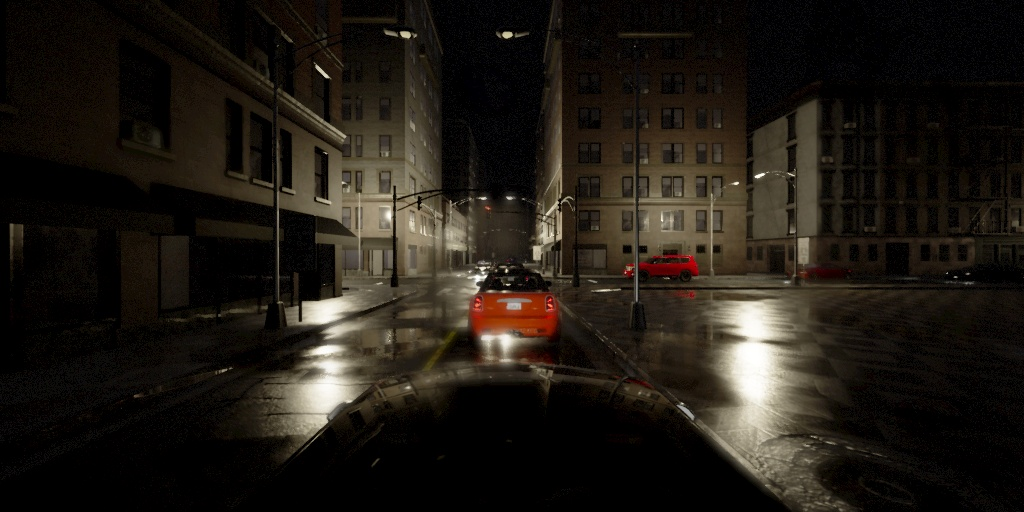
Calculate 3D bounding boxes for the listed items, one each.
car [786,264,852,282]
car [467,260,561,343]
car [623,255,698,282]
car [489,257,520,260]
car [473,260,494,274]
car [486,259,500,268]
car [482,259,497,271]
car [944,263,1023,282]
[{"bbox_3d":[24.438,1.319,28.648,4.181,1.385,1.994,0,0,-1],"label":"car"},{"bbox_3d":[0.055,1.102,9.864,2.097,1.767,4.553,0,0,0],"label":"car"},{"bbox_3d":[11.794,0.973,28.524,5.566,2.045,2.150,0,0,0],"label":"car"},{"bbox_3d":[-0.168,1.101,18.784,2.097,1.767,4.553,0,0,-3],"label":"car"},{"bbox_3d":[-3.190,1.238,41.181,2.128,1.511,4.902,0,0,0],"label":"car"},{"bbox_3d":[-3.223,1.293,61.700,2.033,1.411,5.357,0,0,0],"label":"car"},{"bbox_3d":[-3.199,1.251,51.429,1.837,1.490,4.892,0,0,0],"label":"car"},{"bbox_3d":[38.208,1.303,28.744,5.357,1.411,2.033,0,0,0],"label":"car"}]
